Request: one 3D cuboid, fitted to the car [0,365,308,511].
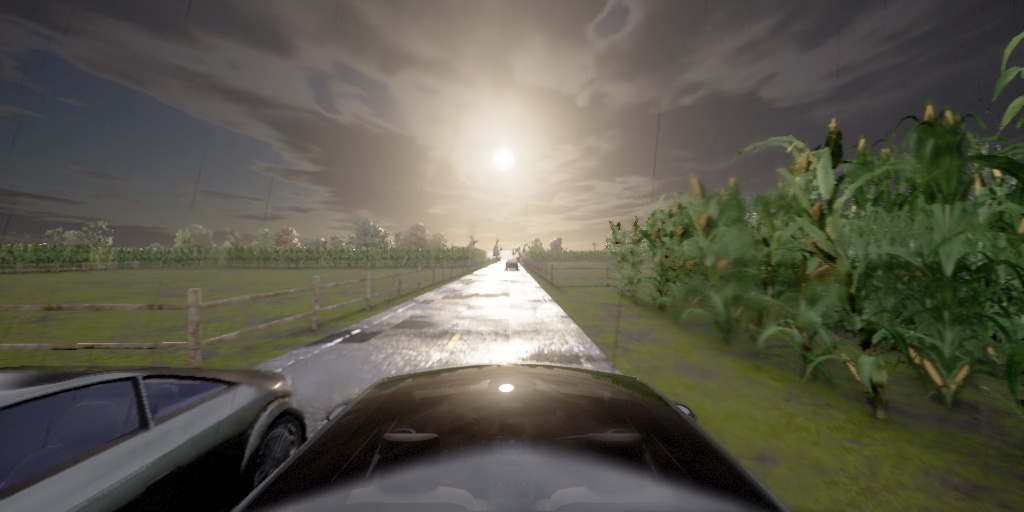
[{"bbox_3d":[-2.837,1.313,1.519,1.994,1.385,4.181,0,0,0],"label":"car"}]

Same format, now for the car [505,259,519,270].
[{"bbox_3d":[-0.013,1.258,52.598,1.882,1.535,5.008,0,0,0],"label":"car"}]
